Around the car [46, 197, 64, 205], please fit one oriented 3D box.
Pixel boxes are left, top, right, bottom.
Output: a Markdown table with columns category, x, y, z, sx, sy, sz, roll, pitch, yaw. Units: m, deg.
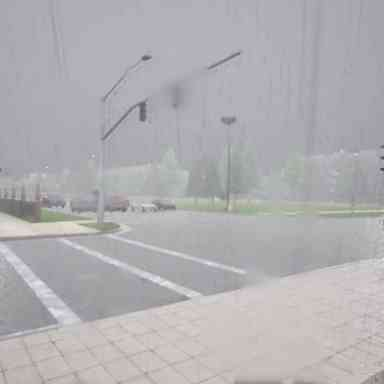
| category | x | y | z | sx | sy | sz | roll | pitch | yaw |
| --- | --- | --- | --- | --- | --- | --- | --- | --- | --- |
| car | -25.888 | 1.676 | 62.852 | 2.128 | 1.511 | 4.902 | 1 | -1 | -36 |

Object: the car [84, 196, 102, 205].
| category | x | y | z | sx | sy | sz | roll | pitch | yaw |
| --- | --- | --- | --- | --- | --- | --- | --- | --- | --- |
| car | -19.746 | 1.617 | 66.320 | 2.097 | 1.767 | 4.553 | 1 | 0 | -36 |

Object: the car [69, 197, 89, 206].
| category | x | y | z | sx | sy | sz | roll | pitch | yaw |
| --- | --- | --- | --- | --- | --- | --- | --- | --- | --- |
| car | -21.374 | 1.779 | 62.580 | 2.033 | 1.411 | 5.357 | 1 | 0 | -36 |

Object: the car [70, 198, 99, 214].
| category | x | y | z | sx | sy | sz | roll | pitch | yaw |
| --- | --- | --- | --- | --- | --- | --- | --- | --- | --- |
| car | -12.366 | 1.708 | 38.197 | 1.994 | 1.385 | 4.181 | 1 | 0 | -36 |

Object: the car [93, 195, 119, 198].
| category | x | y | z | sx | sy | sz | roll | pitch | yaw |
| --- | --- | --- | --- | --- | --- | --- | --- | --- | --- |
| car | -13.955 | 1.450 | 52.284 | 2.150 | 2.045 | 5.566 | 1 | -1 | -36 |

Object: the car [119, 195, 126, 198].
| category | x | y | z | sx | sy | sz | roll | pitch | yaw |
| --- | --- | --- | --- | --- | --- | --- | --- | --- | --- |
| car | -12.277 | 1.491 | 55.943 | 2.150 | 2.045 | 5.566 | 1 | -1 | -36 |

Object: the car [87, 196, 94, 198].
| category | x | y | z | sx | sy | sz | roll | pitch | yaw |
| --- | --- | --- | --- | --- | --- | --- | --- | --- | --- |
| car | -16.906 | 1.749 | 50.386 | 1.994 | 1.385 | 4.181 | 1 | -1 | -36 |

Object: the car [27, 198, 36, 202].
| category | x | y | z | sx | sy | sz | roll | pitch | yaw |
| --- | --- | --- | --- | --- | --- | --- | --- | --- | --- |
| car | -28.990 | 1.706 | 61.166 | 1.994 | 1.385 | 4.181 | 1 | -1 | -36 |

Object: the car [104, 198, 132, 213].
| category | x | y | z | sx | sy | sz | roll | pitch | yaw |
| --- | --- | --- | --- | --- | --- | --- | --- | --- | --- |
| car | -9.676 | 1.734 | 40.444 | 2.033 | 1.411 | 5.357 | 1 | 0 | -36 |

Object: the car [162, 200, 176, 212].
| category | x | y | z | sx | sy | sz | roll | pitch | yaw |
| --- | --- | --- | --- | --- | --- | --- | --- | --- | --- |
| car | -3.989 | 1.748 | 44.534 | 1.882 | 1.535 | 5.008 | 1 | 0 | -36 |

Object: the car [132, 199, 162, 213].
| category | x | y | z | sx | sy | sz | roll | pitch | yaw |
| --- | --- | --- | --- | --- | --- | --- | --- | --- | --- |
| car | -5.965 | 1.754 | 41.295 | 1.812 | 1.442 | 4.674 | 1 | 0 | -36 |

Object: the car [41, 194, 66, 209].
| category | x | y | z | sx | sy | sz | roll | pitch | yaw |
| --- | --- | --- | --- | --- | --- | --- | --- | --- | --- |
| car | -20.548 | 1.365 | 49.429 | 2.150 | 2.045 | 5.566 | 1 | -1 | -37 |
